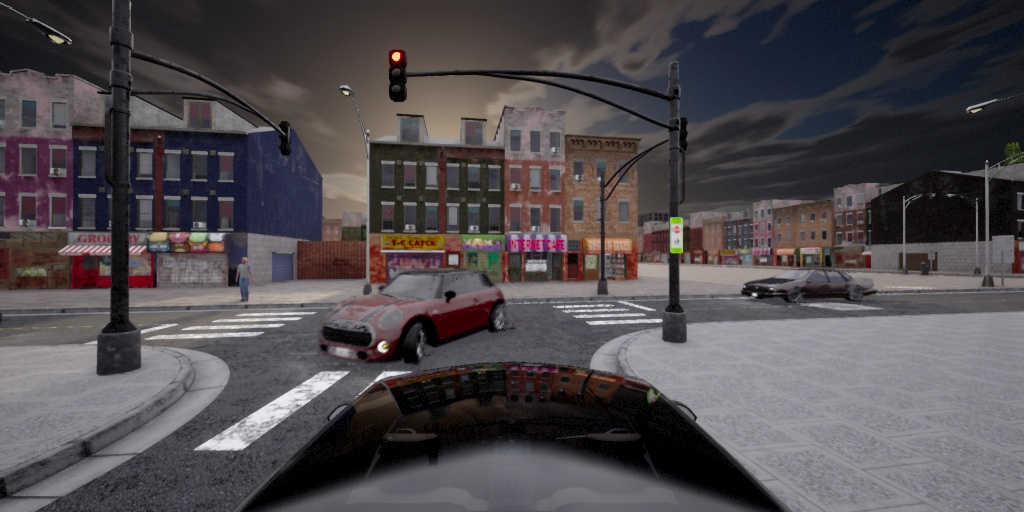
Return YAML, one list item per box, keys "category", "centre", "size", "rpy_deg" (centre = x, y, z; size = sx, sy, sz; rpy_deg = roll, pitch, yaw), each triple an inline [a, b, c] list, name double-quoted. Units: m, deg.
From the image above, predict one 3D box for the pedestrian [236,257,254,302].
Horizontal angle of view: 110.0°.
- category: "pedestrian"
  centre: [-11.107, 0.945, 14.926]
  size: [0.375, 1.860, 0.375]
  rpy_deg: [0, 0, -9]

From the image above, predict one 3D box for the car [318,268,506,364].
- category: "car"
  centre: [-1.966, 1.103, 8.306]
  size: [2.097, 1.767, 4.553]
  rpy_deg: [1, 0, 27]

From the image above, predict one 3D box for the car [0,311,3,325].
- category: "car"
  centre: [-15.410, 1.278, 8.332]
  size: [4.902, 1.511, 2.128]
  rpy_deg: [0, 0, -8]

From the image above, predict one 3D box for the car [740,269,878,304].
- category: "car"
  centre: [13.021, 1.268, 15.763]
  size: [5.357, 1.411, 2.033]
  rpy_deg: [0, 0, -9]
